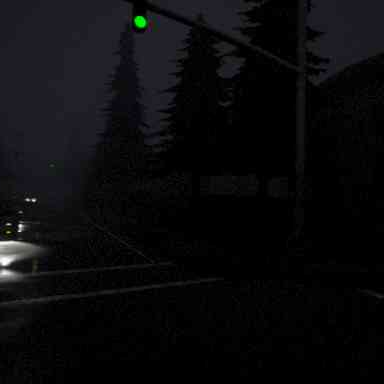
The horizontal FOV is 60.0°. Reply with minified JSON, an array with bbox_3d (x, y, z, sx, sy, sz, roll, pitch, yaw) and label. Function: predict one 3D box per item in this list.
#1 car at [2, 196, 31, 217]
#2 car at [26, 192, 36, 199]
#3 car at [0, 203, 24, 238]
[{"bbox_3d":[-13.916,1.331,25.786,2.033,1.411,5.357,1,0,-24],"label":"car"},{"bbox_3d":[-35.959,0.794,74.349,2.128,1.511,4.902,1,0,-25],"label":"car"},{"bbox_3d":[-9.627,1.447,16.339,1.994,1.385,4.181,1,0,-24],"label":"car"}]
